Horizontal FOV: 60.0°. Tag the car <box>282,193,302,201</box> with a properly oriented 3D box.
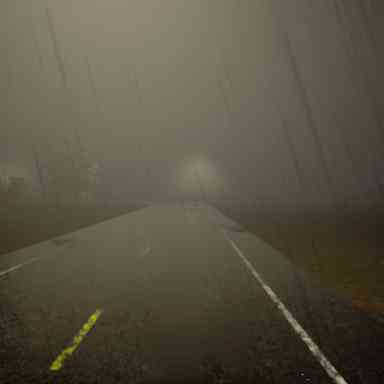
[{"bbox_3d":[24.733,1.304,83.526,5.566,2.045,2.150,0,0,-2],"label":"car"}]

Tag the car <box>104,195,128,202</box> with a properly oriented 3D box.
[{"bbox_3d":[-17.145,1.476,75.380,5.357,1.411,2.033,0,0,-2],"label":"car"}]

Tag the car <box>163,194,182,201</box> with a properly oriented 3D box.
[{"bbox_3d":[-4.855,1.334,82.724,4.553,1.767,2.097,0,0,-1],"label":"car"}]

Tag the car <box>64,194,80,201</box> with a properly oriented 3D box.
[{"bbox_3d":[-29.643,1.219,82.011,4.553,1.767,2.097,0,0,-2],"label":"car"}]

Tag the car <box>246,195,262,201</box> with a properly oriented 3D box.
[{"bbox_3d":[15.937,1.406,83.270,4.553,1.767,2.097,0,0,-2],"label":"car"}]

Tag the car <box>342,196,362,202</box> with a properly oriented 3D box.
[{"bbox_3d":[37.234,1.656,76.876,4.902,1.511,2.128,0,0,-2],"label":"car"}]

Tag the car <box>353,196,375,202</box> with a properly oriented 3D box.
[{"bbox_3d":[43.462,1.660,84.072,4.674,1.442,1.812,0,0,-2],"label":"car"}]
